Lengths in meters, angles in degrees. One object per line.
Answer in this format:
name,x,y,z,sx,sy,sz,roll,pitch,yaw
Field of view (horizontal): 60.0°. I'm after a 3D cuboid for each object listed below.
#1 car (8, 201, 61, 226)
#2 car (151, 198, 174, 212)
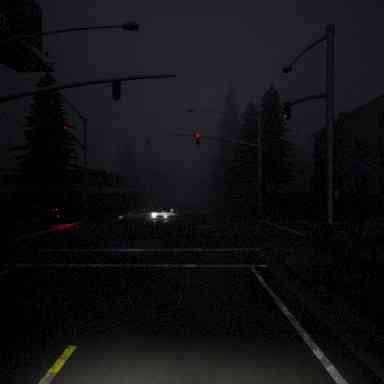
car,-11.070,1.317,21.461,4.902,1.511,2.128,1,0,-1
car,-3.477,1.564,38.045,1.994,1.385,4.181,0,0,0
